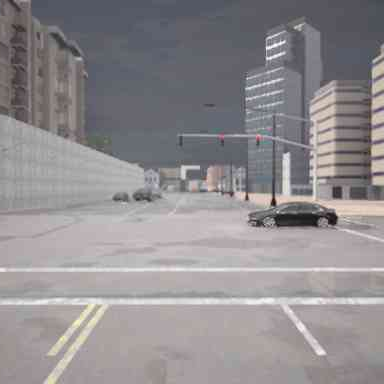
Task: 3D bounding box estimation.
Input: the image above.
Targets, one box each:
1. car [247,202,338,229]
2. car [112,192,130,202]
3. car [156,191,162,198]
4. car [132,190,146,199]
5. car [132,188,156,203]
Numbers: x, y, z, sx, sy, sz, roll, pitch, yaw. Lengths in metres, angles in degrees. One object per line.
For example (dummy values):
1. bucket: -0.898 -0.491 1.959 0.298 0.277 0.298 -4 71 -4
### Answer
1. car: 5.552 1.316 18.559 4.892 1.490 1.837 0 1 0
2. car: -10.662 0.771 50.083 1.837 1.490 4.892 0 1 0
3. car: -7.111 0.570 66.869 1.812 1.442 4.674 0 1 0
4. car: -10.609 0.406 66.842 2.097 1.767 4.553 0 1 0
5. car: -7.167 0.489 50.005 2.150 2.045 5.566 0 1 0
